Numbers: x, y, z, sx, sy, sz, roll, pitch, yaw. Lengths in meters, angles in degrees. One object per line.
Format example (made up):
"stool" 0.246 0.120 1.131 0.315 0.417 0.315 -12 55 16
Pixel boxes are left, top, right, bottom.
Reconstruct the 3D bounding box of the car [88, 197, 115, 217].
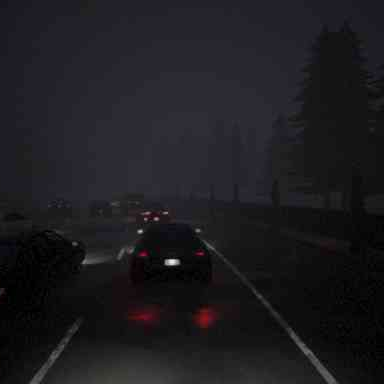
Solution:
"car" -8.402 1.454 30.341 1.882 1.535 5.008 0 0 -17

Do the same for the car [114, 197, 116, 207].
"car" -10.714 1.418 46.023 1.801 1.575 5.366 0 0 -24

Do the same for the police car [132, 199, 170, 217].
"police car" -2.756 1.488 22.901 2.038 1.542 4.974 0 1 -13

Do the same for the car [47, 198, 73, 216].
"car" -12.688 1.331 32.115 2.097 1.767 4.553 0 0 -19

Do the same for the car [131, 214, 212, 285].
"car" -0.630 1.555 9.517 1.994 1.385 4.181 0 0 -5

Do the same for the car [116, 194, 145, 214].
"car" -6.254 1.188 35.001 2.150 2.045 5.566 0 0 -19

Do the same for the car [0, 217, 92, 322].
"car" -3.848 1.543 7.398 2.033 1.411 5.357 0 0 -5

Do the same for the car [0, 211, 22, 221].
"car" -8.242 1.519 14.260 1.812 1.442 4.674 0 0 -8
